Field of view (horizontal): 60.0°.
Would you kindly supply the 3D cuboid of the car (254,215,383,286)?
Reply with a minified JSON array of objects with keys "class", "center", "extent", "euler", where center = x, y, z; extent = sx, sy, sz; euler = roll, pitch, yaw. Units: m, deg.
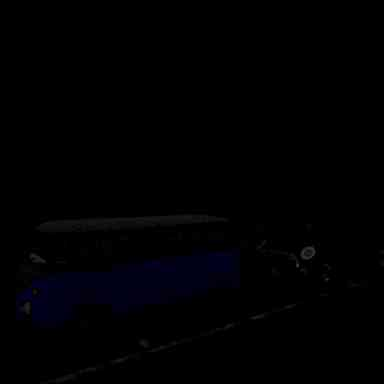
[{"class":"car","center":[3.626,1.406,9.238],"extent":[4.097,1.590,1.967],"euler":[0,0,-35]}]

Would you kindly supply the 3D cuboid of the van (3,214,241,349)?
[{"class":"van","center":[-0.964,1.330,5.965],"extent":[3.998,1.788,1.690],"euler":[0,0,-35]}]
